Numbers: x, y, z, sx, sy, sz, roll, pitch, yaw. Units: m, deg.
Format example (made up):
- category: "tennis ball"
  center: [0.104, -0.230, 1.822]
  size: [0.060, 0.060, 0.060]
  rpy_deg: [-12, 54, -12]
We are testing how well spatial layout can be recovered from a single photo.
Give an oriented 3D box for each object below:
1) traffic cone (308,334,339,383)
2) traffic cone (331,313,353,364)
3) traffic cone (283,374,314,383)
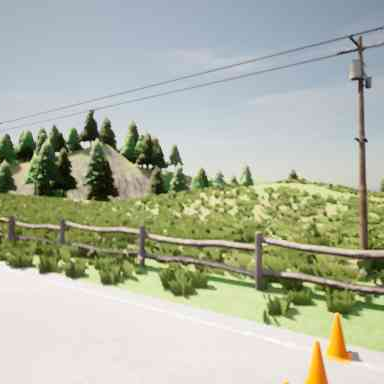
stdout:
- category: "traffic cone"
  center: [1.412, 1.960, 3.751]
  size: [0.340, 0.580, 0.340]
  rpy_deg: [0, 0, 36]
- category: "traffic cone"
  center: [1.993, 1.960, 4.564]
  size: [0.340, 0.580, 0.340]
  rpy_deg: [0, 0, 36]
- category: "traffic cone"
  center: [0.830, 1.960, 2.937]
  size: [0.340, 0.580, 0.340]
  rpy_deg: [0, 0, 36]
